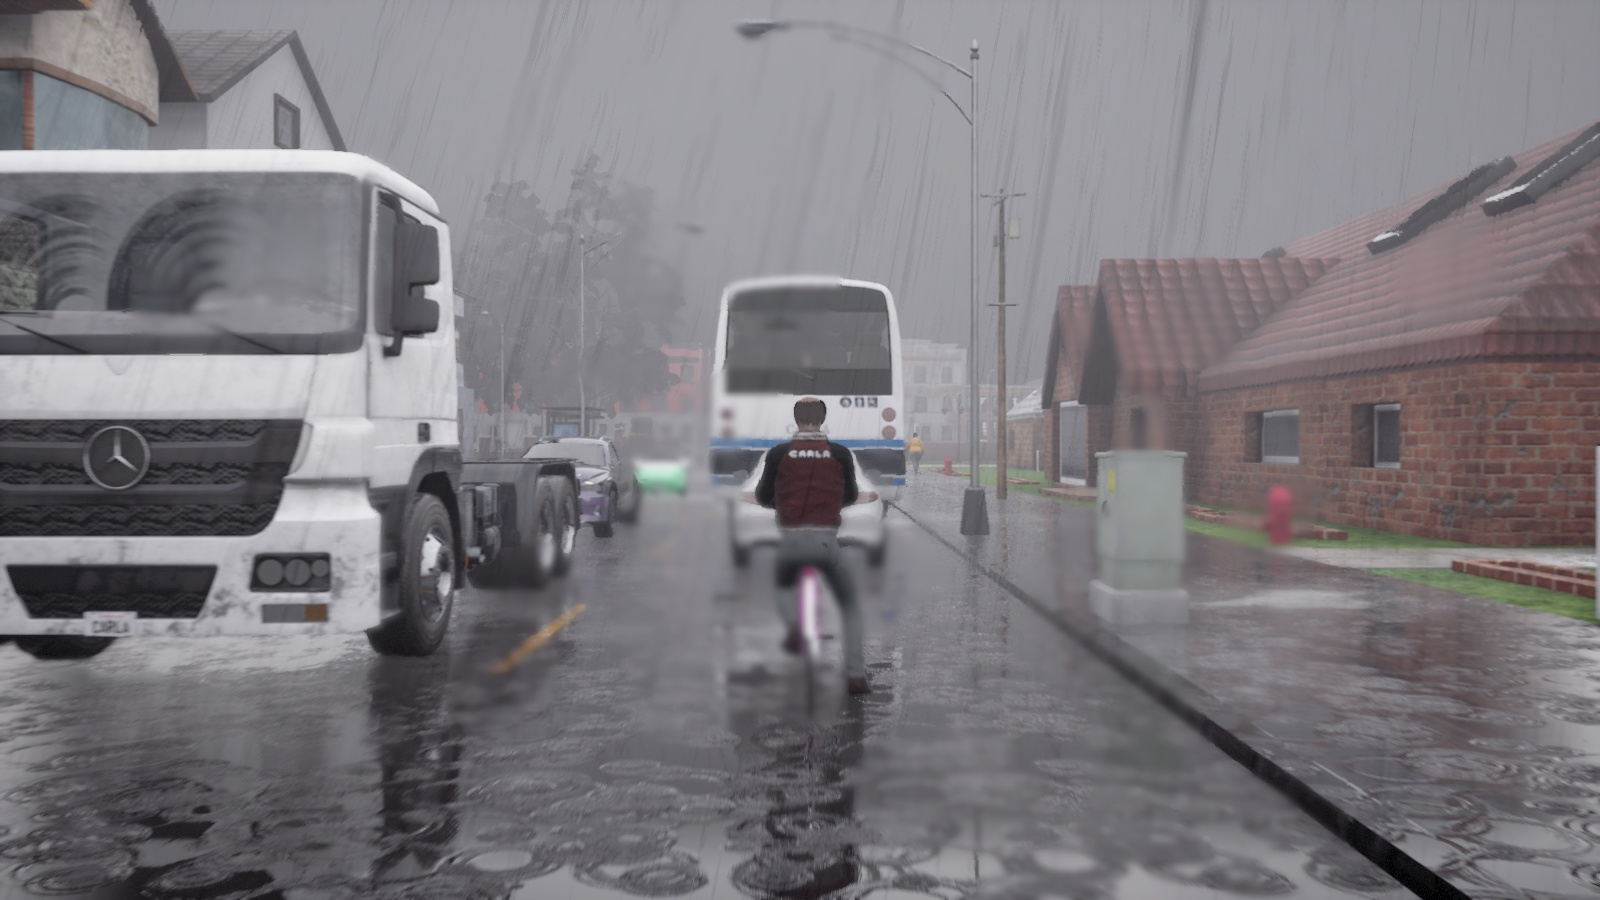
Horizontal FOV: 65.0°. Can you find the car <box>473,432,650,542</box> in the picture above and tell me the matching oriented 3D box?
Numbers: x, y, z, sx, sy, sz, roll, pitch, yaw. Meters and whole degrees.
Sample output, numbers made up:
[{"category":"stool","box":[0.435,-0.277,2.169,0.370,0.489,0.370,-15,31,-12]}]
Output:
[{"category":"car","box":[-3.861,0.540,21.219,2.033,1.649,4.856,0,0,0]}]

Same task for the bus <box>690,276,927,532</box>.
[{"category":"bus","box":[0.176,-0.793,26.043,3.944,4.253,10.273,0,0,0]}]

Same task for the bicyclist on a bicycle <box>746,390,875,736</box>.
[{"category":"bicyclist on a bicycle","box":[0.057,0.571,7.356,0.659,1.776,1.843,0,1,0]}]

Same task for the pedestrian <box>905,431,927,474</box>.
[{"category":"pedestrian","box":[5.097,0.107,55.194,0.874,1.855,0.900,0,0,-2]}]

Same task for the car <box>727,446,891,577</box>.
[{"category":"car","box":[0.110,0.670,16.218,1.812,1.442,4.674,0,0,0]}]

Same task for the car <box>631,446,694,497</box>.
[{"category":"car","box":[-3.783,0.580,34.794,1.481,1.376,2.207,0,0,0]}]

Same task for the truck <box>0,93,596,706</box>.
[{"category":"truck","box":[-3.917,-0.308,11.076,2.891,3.462,7.936,0,0,0]}]
